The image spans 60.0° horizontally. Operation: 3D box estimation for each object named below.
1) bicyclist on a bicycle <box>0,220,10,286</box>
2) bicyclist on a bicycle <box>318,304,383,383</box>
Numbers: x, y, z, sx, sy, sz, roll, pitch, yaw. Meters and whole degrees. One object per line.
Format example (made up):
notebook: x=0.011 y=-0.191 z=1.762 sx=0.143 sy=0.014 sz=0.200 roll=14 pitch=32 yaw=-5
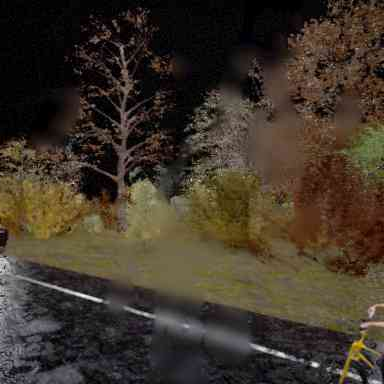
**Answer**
bicyclist on a bicycle: x=-5.457 y=1.620 z=9.165 sx=1.843 sy=1.776 sz=0.659 roll=-1 pitch=-2 yaw=37
bicyclist on a bicycle: x=2.075 y=1.576 z=3.468 sx=1.509 sy=1.612 sz=0.866 roll=-1 pitch=-2 yaw=37
